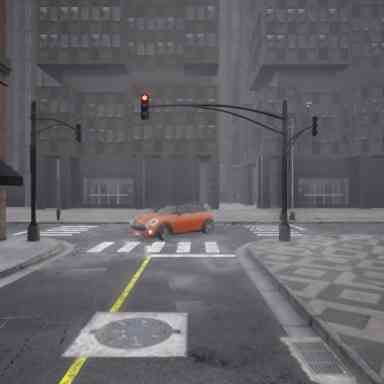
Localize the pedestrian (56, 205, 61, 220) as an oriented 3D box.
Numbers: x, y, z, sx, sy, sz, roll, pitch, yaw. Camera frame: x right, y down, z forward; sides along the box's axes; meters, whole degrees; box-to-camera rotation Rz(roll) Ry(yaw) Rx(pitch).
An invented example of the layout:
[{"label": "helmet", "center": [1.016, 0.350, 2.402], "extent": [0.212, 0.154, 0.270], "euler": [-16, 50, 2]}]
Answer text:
[{"label": "pedestrian", "center": [-9.825, 1.533, 24.453], "extent": [0.500, 1.100, 0.500], "euler": [0, 0, 1]}]

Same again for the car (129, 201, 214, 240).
[{"label": "car", "center": [-0.981, 1.350, 17.011], "extent": [4.553, 1.767, 2.097], "euler": [0, 0, -45]}]
